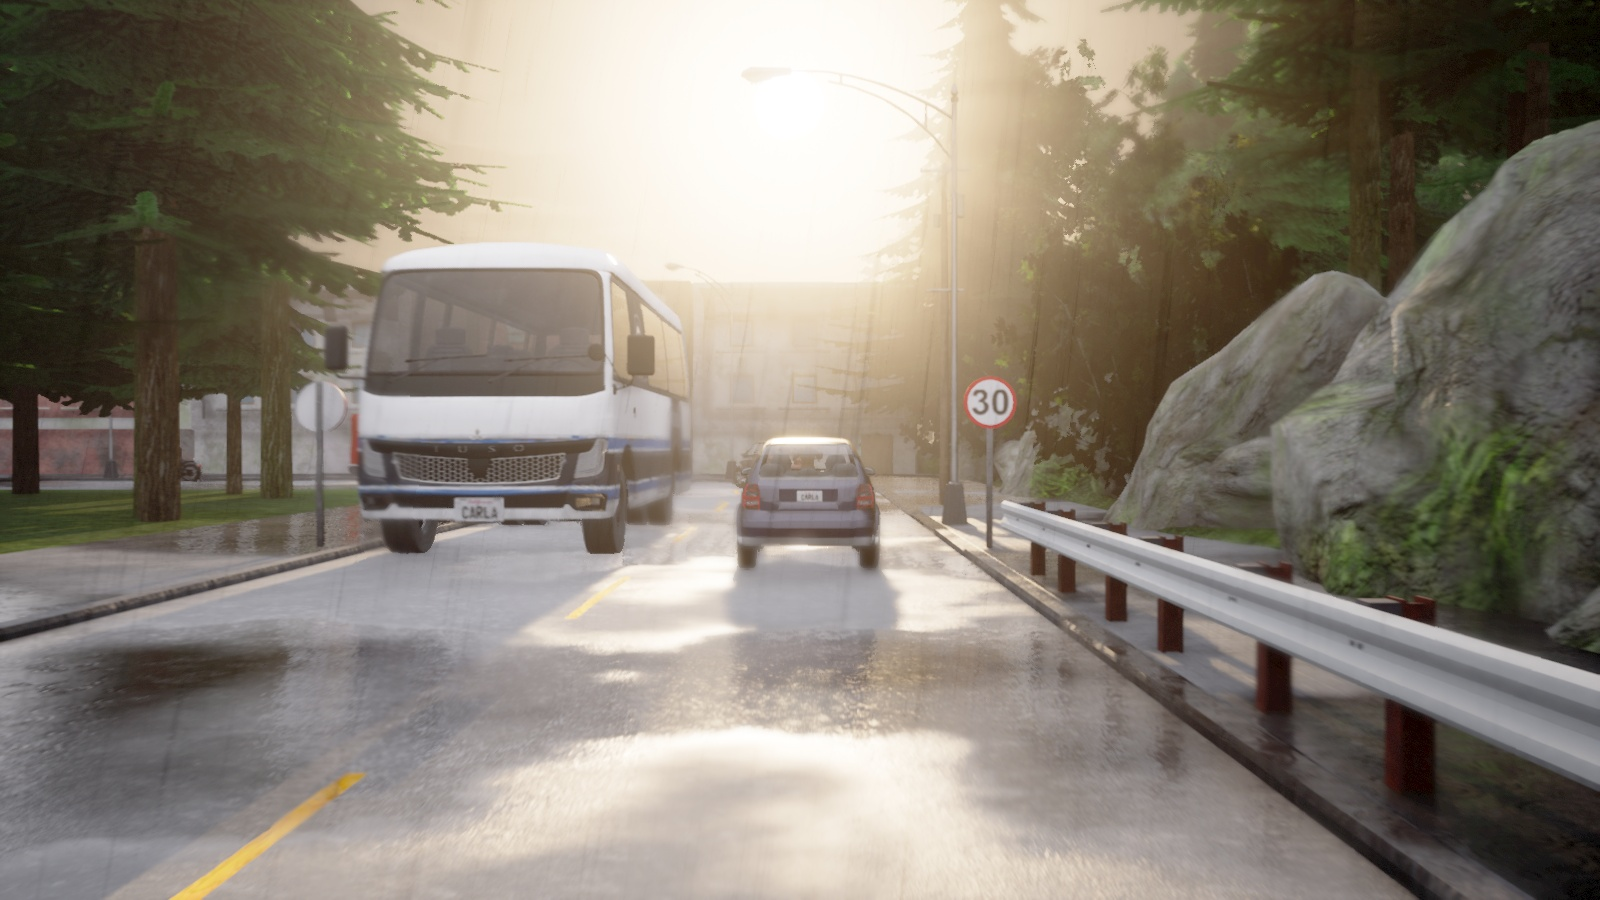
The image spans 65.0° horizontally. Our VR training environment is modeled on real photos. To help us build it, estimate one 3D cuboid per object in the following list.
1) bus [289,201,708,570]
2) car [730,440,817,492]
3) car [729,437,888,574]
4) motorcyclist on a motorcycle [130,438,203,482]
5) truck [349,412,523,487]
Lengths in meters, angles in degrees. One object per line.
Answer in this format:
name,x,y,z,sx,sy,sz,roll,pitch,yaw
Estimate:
bus,-3.867,-0.760,19.661,3.944,4.253,10.273,0,0,1
car,-0.891,0.470,39.605,1.789,1.549,3.705,0,0,-17
car,0.105,0.619,16.009,1.789,1.549,3.705,0,0,0
motorcyclist on a motorcycle,-23.824,0.372,47.225,2.350,1.649,0.766,0,0,1
truck,-12.398,-0.031,43.077,5.204,2.467,2.627,0,0,1
